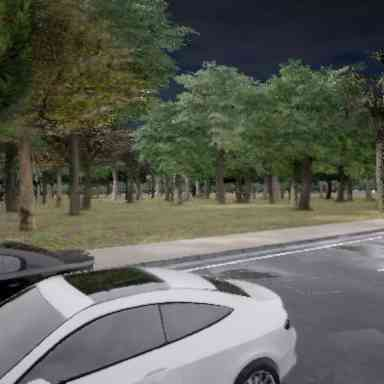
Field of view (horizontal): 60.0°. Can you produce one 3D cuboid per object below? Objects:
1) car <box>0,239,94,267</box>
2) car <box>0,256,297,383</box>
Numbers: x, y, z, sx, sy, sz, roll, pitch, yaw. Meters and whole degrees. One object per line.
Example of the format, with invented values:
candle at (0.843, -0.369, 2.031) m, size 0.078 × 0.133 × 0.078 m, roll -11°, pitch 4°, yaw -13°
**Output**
car at (-3.920, 1.480, 4.882) m, size 5.008 × 1.535 × 1.882 m, roll 0°, pitch 0°, yaw -36°
car at (-0.981, 1.523, 3.003) m, size 4.674 × 1.442 × 1.812 m, roll 0°, pitch 0°, yaw -35°
